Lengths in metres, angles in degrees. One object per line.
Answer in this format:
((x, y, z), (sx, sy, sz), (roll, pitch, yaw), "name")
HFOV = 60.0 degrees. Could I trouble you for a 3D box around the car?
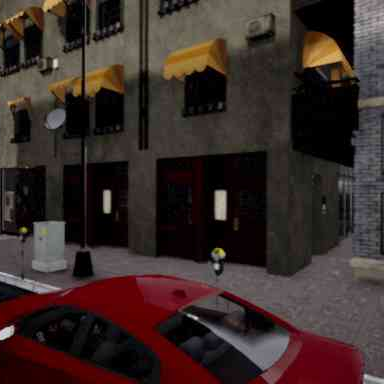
((-0.709, 1.557, 3.372), (4.507, 1.381, 1.887), (0, 0, 36), "car")
